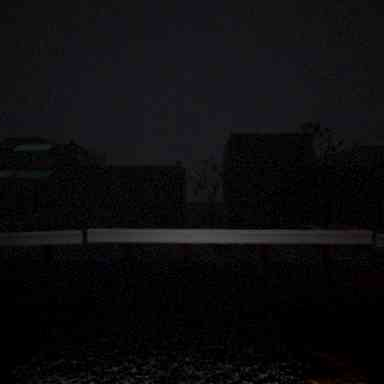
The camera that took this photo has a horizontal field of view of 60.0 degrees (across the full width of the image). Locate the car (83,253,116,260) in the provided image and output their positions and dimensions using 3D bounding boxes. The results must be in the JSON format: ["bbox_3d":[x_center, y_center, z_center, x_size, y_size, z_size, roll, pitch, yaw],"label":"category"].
[{"bbox_3d":[-4.351,4.393,15.966,2.435,2.045,5.566,0,1,-18],"label":"car"}]

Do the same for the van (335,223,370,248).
[{"bbox_3d":[14.551,4.199,32.472,1.878,1.987,4.442,0,0,-18],"label":"van"}]

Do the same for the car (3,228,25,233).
[{"bbox_3d":[-17.949,4.419,33.373,2.097,1.535,5.008,0,0,-18],"label":"car"}]

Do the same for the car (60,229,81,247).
[{"bbox_3d":[-12.022,4.420,33.191,2.097,1.535,5.008,0,0,-18],"label":"car"}]

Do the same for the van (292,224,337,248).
[{"bbox_3d":[11.594,4.199,32.565,1.878,1.987,4.442,0,0,-18],"label":"van"}]

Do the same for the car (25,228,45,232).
[{"bbox_3d":[-15.049,4.417,33.456,1.946,1.575,5.366,0,0,-18],"label":"car"}]

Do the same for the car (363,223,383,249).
[{"bbox_3d":[17.563,4.173,32.247,2.435,2.045,5.566,0,0,-18],"label":"car"}]

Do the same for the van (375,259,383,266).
[{"bbox_3d":[10.782,4.423,15.414,1.878,1.987,4.442,0,2,-18],"label":"van"}]

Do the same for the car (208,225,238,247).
[{"bbox_3d":[2.753,4.298,32.760,2.185,1.767,4.553,0,0,-18],"label":"car"}]
